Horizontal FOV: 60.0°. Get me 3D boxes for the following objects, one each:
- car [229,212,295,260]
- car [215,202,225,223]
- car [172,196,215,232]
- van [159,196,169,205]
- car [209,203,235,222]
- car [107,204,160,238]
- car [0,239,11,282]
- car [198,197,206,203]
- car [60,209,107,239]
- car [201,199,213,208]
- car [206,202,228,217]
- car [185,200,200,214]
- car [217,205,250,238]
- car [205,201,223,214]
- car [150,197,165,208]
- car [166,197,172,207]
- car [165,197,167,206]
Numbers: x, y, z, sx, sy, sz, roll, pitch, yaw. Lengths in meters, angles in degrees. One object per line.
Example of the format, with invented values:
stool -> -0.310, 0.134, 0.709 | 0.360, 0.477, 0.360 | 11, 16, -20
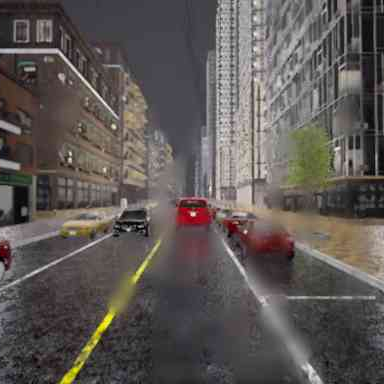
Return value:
car -> 2.655, 1.672, 12.664 | 1.802, 1.307, 4.206 | 1, 0, 0
car -> 2.641, 1.696, 24.231 | 1.752, 1.417, 4.829 | 1, 0, 0
car -> 0.072, 1.374, 21.372 | 2.150, 2.045, 5.566 | 0, 0, 0
van -> -5.761, 1.854, 69.753 | 1.690, 1.788, 3.998 | 1, 0, 0
car -> 2.633, 1.755, 29.759 | 1.887, 1.381, 4.507 | 1, 0, 0
car -> -3.124, 1.636, 18.758 | 1.837, 1.490, 4.892 | 0, 0, 0
car -> -5.684, 1.594, 7.080 | 1.887, 1.381, 4.507 | 1, 0, 0
car -> 2.562, 2.094, 86.738 | 1.967, 1.590, 4.097 | 1, -1, 0
car -> -5.698, 1.653, 18.306 | 1.752, 1.417, 4.829 | 1, 0, 0
car -> 2.597, 1.968, 58.247 | 1.887, 1.381, 4.507 | 1, 0, 0
car -> 2.626, 1.802, 35.456 | 2.008, 1.369, 4.403 | 1, 0, 0
car -> 0.046, 1.797, 41.195 | 1.837, 1.490, 4.892 | 0, -1, 0
car -> 2.648, 1.675, 18.362 | 1.887, 1.381, 4.507 | 1, 0, 0
car -> 2.619, 1.838, 41.153 | 1.887, 1.381, 4.507 | 1, 0, 0
car -> -5.743, 1.903, 52.489 | 1.752, 1.417, 4.829 | 1, 0, 0
car -> -3.113, 1.947, 60.828 | 1.837, 1.490, 4.892 | 0, 0, 0
car -> -5.756, 1.908, 64.054 | 1.967, 1.590, 4.097 | 1, 0, 0
